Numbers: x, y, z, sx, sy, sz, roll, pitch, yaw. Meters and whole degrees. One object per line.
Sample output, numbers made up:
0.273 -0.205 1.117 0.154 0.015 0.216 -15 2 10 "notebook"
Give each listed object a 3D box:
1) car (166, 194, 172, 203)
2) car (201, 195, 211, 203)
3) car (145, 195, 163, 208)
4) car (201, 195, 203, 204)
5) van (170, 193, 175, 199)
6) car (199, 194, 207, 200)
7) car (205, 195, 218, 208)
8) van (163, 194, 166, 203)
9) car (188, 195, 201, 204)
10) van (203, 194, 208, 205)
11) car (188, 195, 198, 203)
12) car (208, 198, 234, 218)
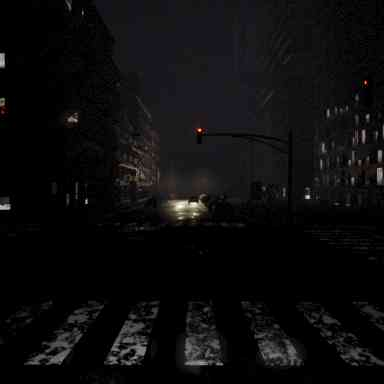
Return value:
-5.516 1.470 63.847 1.887 1.381 4.507 -1 0 0 "car"
2.853 1.353 69.501 1.967 1.590 4.097 -1 0 0 "car"
-5.566 1.520 46.910 1.947 1.339 4.313 -1 0 0 "car"
2.798 1.490 52.564 1.887 1.381 4.507 -1 0 0 "car"
-5.486 1.242 75.141 1.690 1.788 3.998 -1 0 0 "van"
2.933 1.313 86.439 1.967 1.590 4.097 -1 0 0 "car"
2.747 1.410 35.626 1.967 1.590 4.097 -1 0 0 "car"
-5.553 1.286 52.555 1.690 1.788 3.998 -1 0 0 "van"
0.277 1.435 60.898 1.837 1.490 4.892 0 0 0 "car"
2.779 1.295 46.918 1.690 1.788 3.998 -1 0 0 "van"
0.232 1.426 71.100 2.128 1.511 4.902 0 0 0 "car"
2.732 1.522 29.981 1.887 1.381 4.507 -1 0 0 "car"
